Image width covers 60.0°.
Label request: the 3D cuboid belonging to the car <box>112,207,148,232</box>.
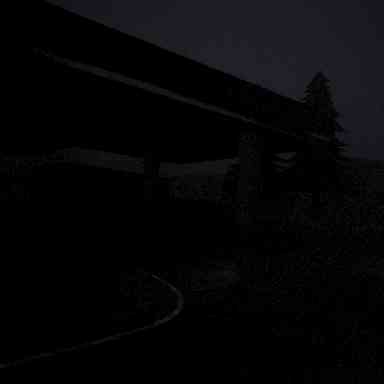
[{"bbox_3d":[-4.982,1.882,23.524,2.242,1.667,4.611,2,-1,-37],"label":"car"}]

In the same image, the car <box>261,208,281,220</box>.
[{"bbox_3d":[6.901,2.351,35.411,2.033,1.411,5.357,2,-1,-37],"label":"car"}]

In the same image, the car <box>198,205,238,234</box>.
[{"bbox_3d":[2.152,1.852,23.493,1.905,1.878,3.866,2,-1,-37],"label":"car"}]
